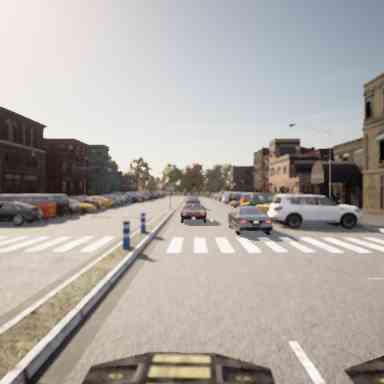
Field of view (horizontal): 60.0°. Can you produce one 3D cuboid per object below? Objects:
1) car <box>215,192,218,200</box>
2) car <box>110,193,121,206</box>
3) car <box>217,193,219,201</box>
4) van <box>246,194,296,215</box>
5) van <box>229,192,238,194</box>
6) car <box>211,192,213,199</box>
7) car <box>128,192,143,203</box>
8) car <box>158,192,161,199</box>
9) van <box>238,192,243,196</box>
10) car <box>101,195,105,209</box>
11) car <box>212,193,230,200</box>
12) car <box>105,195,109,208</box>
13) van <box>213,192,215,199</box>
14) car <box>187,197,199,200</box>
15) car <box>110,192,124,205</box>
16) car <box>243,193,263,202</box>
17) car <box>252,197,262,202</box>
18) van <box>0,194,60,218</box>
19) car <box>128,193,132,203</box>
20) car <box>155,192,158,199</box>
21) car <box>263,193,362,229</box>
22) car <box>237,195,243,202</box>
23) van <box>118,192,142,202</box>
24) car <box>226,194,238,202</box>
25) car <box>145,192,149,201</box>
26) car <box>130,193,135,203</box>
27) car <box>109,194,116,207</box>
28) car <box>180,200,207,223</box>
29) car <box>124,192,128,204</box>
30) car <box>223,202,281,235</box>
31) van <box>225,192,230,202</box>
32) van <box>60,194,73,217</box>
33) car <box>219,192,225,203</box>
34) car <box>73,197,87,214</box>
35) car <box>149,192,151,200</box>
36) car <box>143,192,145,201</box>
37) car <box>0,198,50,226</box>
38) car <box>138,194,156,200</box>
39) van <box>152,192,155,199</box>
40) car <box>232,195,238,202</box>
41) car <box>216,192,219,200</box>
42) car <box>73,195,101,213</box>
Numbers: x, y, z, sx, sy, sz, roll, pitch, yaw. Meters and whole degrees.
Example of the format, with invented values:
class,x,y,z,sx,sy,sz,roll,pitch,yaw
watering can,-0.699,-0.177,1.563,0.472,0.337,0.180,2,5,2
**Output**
class,x,y,z,sx,sy,sz,roll,pitch,yaw
car,7.876,1.285,67.916,5.366,1.575,1.946,0,0,0
car,-12.546,1.309,44.470,4.892,1.521,2.231,0,0,0
car,7.716,1.321,62.401,4.792,1.488,2.163,0,0,0
van,7.548,1.160,32.072,4.442,1.987,1.878,0,0,0
van,7.791,1.103,45.860,4.442,1.987,1.878,0,0,0
car,7.693,1.294,78.944,4.892,1.521,2.231,0,0,0
car,-12.486,1.022,61.145,5.566,2.045,2.435,0,0,0
car,-12.434,1.077,94.368,5.566,2.045,2.435,0,0,0
van,7.785,1.135,37.587,4.442,1.987,1.878,0,0,0
car,-12.547,1.338,36.133,5.008,1.535,2.097,0,0,0
car,7.674,1.183,87.215,4.553,1.767,2.185,0,0,0
car,-12.579,1.202,38.912,4.553,1.767,2.185,0,0,0
van,7.577,1.062,73.307,4.442,1.987,1.878,0,0,0
car,0.132,1.369,41.939,1.837,1.490,4.892,0,0,0
car,-12.504,1.173,47.248,4.553,1.767,2.185,0,0,0
car,7.690,1.146,29.313,5.566,2.045,2.435,0,0,0
car,7.655,1.409,26.432,5.008,1.535,2.097,0,0,0
van,-12.686,1.155,25.015,4.442,1.987,1.878,0,0,0
car,-12.524,1.325,52.808,4.674,1.452,2.002,0,0,0
car,-12.504,1.049,86.156,5.566,2.045,2.435,0,0,0
car,7.684,1.179,21.039,5.566,2.045,2.435,0,0,0
car,7.672,1.373,34.830,5.008,1.535,2.097,0,0,0
van,-12.389,1.046,66.702,4.442,1.987,1.878,0,0,0
car,7.487,1.336,43.102,5.366,1.575,1.946,0,0,0
car,-12.473,1.020,69.480,5.566,2.045,2.435,0,0,0
car,-12.516,1.282,55.587,4.892,1.521,2.231,0,0,0
car,-12.539,1.318,41.694,5.008,1.535,2.097,0,0,0
car,0.116,1.535,25.216,1.895,1.301,4.718,0,0,0
car,-12.500,1.167,50.028,4.553,1.767,2.185,0,0,0
car,3.112,1.506,18.605,2.033,1.411,5.357,0,0,0
van,7.795,1.087,51.373,4.442,1.987,1.878,0,0,0
van,-12.682,1.145,27.794,4.442,1.987,1.878,0,0,0
car,7.709,1.054,54.131,5.566,2.045,2.435,0,0,0
car,-12.563,1.400,30.575,4.674,1.452,2.002,0,0,0
car,-12.463,1.306,75.039,4.792,1.488,2.163,0,0,0
car,-12.324,1.269,63.923,5.366,1.575,1.946,0,0,0
car,-12.567,1.391,22.236,4.892,1.521,2.231,0,0,0
car,-12.464,1.358,91.648,4.674,1.452,2.002,0,0,0
van,-12.363,1.066,83.375,4.442,1.987,1.878,0,0,0
car,7.668,1.390,40.345,4.674,1.452,2.002,0,0,0
car,7.682,1.290,65.160,4.892,1.521,2.231,0,0,0
car,-12.371,1.346,33.354,5.366,1.575,1.946,0,0,0
